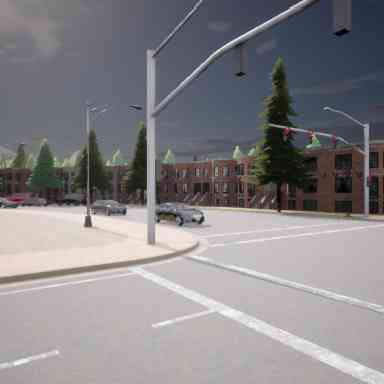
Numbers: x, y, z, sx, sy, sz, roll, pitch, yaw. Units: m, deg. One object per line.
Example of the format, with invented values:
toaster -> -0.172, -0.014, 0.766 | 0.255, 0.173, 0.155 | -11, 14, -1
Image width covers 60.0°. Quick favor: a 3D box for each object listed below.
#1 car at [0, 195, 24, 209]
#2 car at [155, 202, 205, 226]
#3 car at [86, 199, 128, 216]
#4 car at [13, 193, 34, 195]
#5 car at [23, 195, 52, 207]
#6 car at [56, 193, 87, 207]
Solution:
car -> -25.210, 1.507, 44.118 | 4.892, 1.490, 1.837 | -1, 0, 20
car -> -1.072, 1.491, 23.352 | 2.128, 1.511, 4.902 | 0, 0, -36
car -> -8.139, 1.502, 32.509 | 1.837, 1.490, 4.892 | 0, 1, -42
car -> -29.038, 1.221, 55.918 | 5.566, 2.045, 2.150 | 0, 0, 10
car -> -24.176, 1.547, 51.132 | 5.357, 1.411, 2.033 | 0, 0, 17
car -> -18.919, 1.221, 52.865 | 5.566, 2.045, 2.150 | 0, 0, 23
